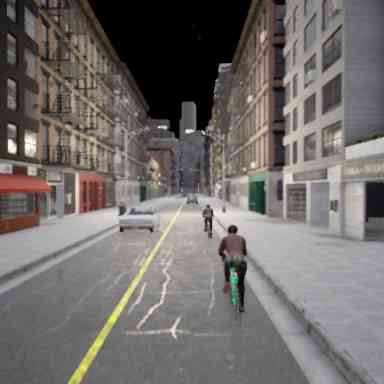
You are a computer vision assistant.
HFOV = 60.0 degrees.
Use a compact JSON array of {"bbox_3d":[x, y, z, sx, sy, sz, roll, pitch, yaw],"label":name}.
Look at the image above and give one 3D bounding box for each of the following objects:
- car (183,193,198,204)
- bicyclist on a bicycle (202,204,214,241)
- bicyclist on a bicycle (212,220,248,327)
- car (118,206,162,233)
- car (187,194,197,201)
[{"bbox_3d":[0.055,1.279,55.443,2.033,1.411,5.357,0,0,0],"label":"car"},{"bbox_3d":[0.744,1.372,14.998,0.582,1.620,1.656,0,0,0],"label":"bicyclist on a bicycle"},{"bbox_3d":[0.751,1.419,6.002,0.582,1.620,1.656,0,0,0],"label":"bicyclist on a bicycle"},{"bbox_3d":[-2.865,1.500,18.954,1.895,1.301,4.718,0,0,0],"label":"car"},{"bbox_3d":[-0.060,1.187,74.133,2.128,1.511,4.902,0,0,0],"label":"car"}]
